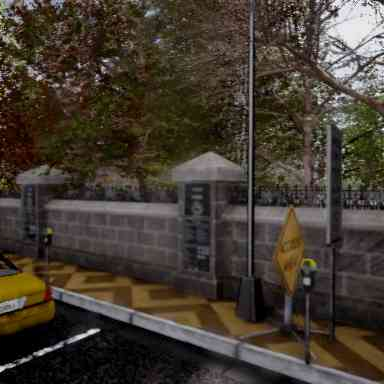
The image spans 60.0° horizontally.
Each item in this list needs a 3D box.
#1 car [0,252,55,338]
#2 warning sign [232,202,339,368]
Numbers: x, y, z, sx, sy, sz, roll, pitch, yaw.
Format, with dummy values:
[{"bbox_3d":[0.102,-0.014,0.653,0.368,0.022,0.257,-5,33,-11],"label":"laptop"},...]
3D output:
[{"bbox_3d":[-4.351,1.488,5.794,4.829,1.417,1.752,0,0,35],"label":"car"},{"bbox_3d":[1.353,1.106,4.676,1.060,1.860,1.300,0,0,35],"label":"warning sign"}]
